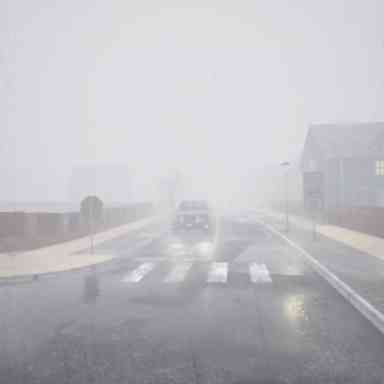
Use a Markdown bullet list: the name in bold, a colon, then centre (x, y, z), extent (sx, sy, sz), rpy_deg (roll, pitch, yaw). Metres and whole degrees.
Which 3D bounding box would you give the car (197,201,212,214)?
- **car**: centre (1.612, 2.019, 44.594), extent (1.837, 1.490, 4.892), rpy_deg (-1, -1, 2)

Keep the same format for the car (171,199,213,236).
- **car**: centre (0.122, 1.478, 20.697), extent (2.150, 2.045, 5.566), rpy_deg (-1, -1, 5)
